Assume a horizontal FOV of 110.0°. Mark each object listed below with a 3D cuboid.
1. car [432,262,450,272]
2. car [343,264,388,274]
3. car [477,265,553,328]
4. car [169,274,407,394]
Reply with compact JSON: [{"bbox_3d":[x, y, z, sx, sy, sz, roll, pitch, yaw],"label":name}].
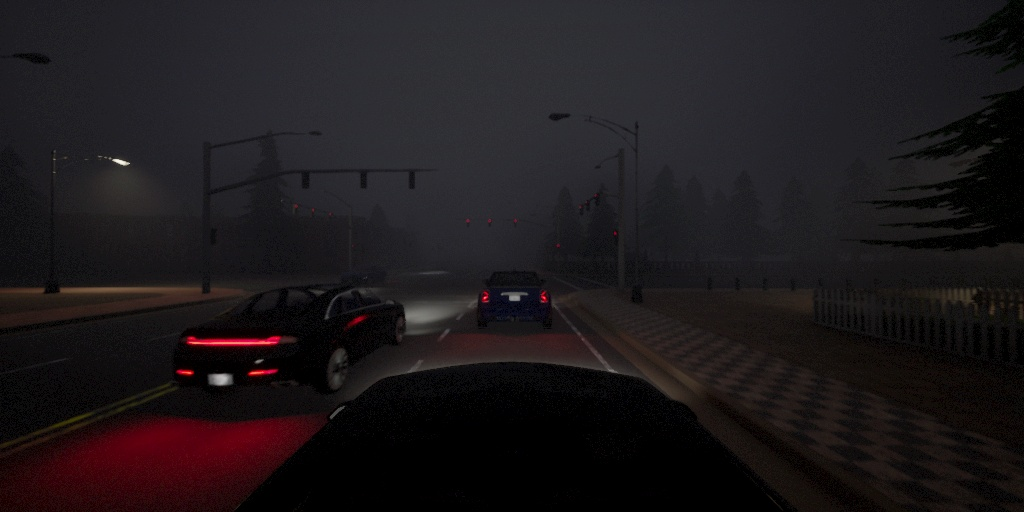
[{"bbox_3d":[-10.512,1.552,52.951,1.895,1.301,4.718,0,0,0],"label":"car"},{"bbox_3d":[-10.505,1.378,25.767,1.882,1.535,5.008,0,0,0],"label":"car"},{"bbox_3d":[0.078,1.151,11.699,2.097,1.767,4.553,0,0,0],"label":"car"},{"bbox_3d":[-3.442,1.265,6.684,2.128,1.511,4.902,0,0,0],"label":"car"}]
